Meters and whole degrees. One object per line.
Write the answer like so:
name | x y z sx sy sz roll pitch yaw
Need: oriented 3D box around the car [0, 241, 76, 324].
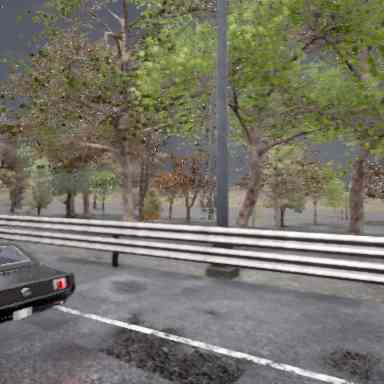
car | -4.489 1.604 6.384 4.718 1.301 1.895 0 0 33
